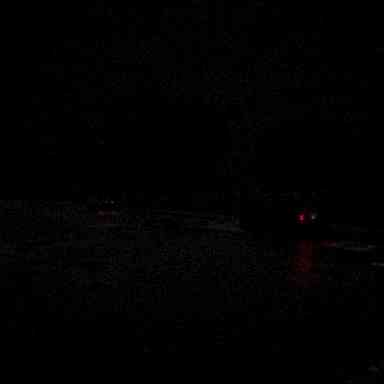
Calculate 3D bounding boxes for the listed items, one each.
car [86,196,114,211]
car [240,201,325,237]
[{"bbox_3d":[-11.174,1.252,40.161,2.097,1.767,4.553,-2,1,-35],"label":"car"},{"bbox_3d":[4.667,1.257,17.903,2.097,1.767,4.553,-2,1,-35],"label":"car"}]
